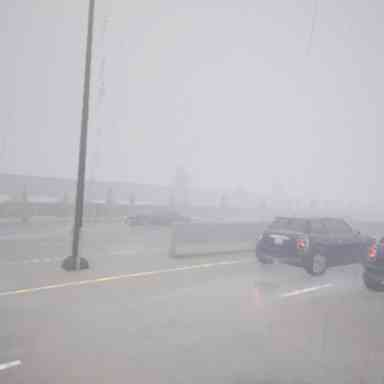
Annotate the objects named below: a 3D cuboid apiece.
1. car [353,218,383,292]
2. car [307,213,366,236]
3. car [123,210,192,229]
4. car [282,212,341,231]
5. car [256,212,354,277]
[{"bbox_3d":[6.290,1.565,8.234,4.553,1.767,2.097,3,-2,-35],"label":"car"},{"bbox_3d":[10.693,2.376,24.516,4.674,1.442,1.812,4,-2,-35],"label":"car"},{"bbox_3d":[-2.436,1.897,23.751,4.718,1.301,1.895,3,-2,-35],"label":"car"},{"bbox_3d":[10.336,2.502,28.561,5.357,1.411,2.033,4,-2,-35],"label":"car"},{"bbox_3d":[4.308,1.568,11.119,4.553,1.767,2.097,3,-2,-35],"label":"car"}]
